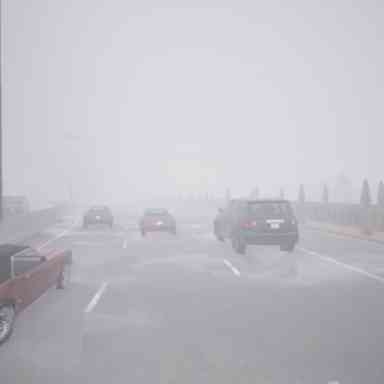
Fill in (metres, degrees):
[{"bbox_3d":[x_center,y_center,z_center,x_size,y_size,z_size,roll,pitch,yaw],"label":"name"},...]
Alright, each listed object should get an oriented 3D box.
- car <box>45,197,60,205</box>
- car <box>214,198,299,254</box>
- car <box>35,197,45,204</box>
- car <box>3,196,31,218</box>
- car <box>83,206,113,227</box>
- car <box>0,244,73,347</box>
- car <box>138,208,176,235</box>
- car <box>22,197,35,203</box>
[{"bbox_3d":[-27.176,1.804,65.892,2.128,1.511,4.902,0,0,-18],"label":"car"},{"bbox_3d":[2.443,1.247,13.906,2.150,2.045,5.566,0,0,-8],"label":"car"},{"bbox_3d":[-33.172,1.763,73.163,1.882,1.535,5.008,0,0,-18],"label":"car"},{"bbox_3d":[-15.389,1.360,28.551,2.150,2.045,5.566,0,0,-17],"label":"car"},{"bbox_3d":[-6.650,1.653,23.714,1.994,1.385,4.181,0,0,-14],"label":"car"},{"bbox_3d":[-3.758,1.633,6.210,1.895,1.301,4.718,0,0,-4],"label":"car"},{"bbox_3d":[-2.126,1.623,19.592,1.994,1.385,4.181,0,0,-11],"label":"car"},{"bbox_3d":[-38.571,1.839,78.567,1.895,1.301,4.718,0,0,-18],"label":"car"}]
